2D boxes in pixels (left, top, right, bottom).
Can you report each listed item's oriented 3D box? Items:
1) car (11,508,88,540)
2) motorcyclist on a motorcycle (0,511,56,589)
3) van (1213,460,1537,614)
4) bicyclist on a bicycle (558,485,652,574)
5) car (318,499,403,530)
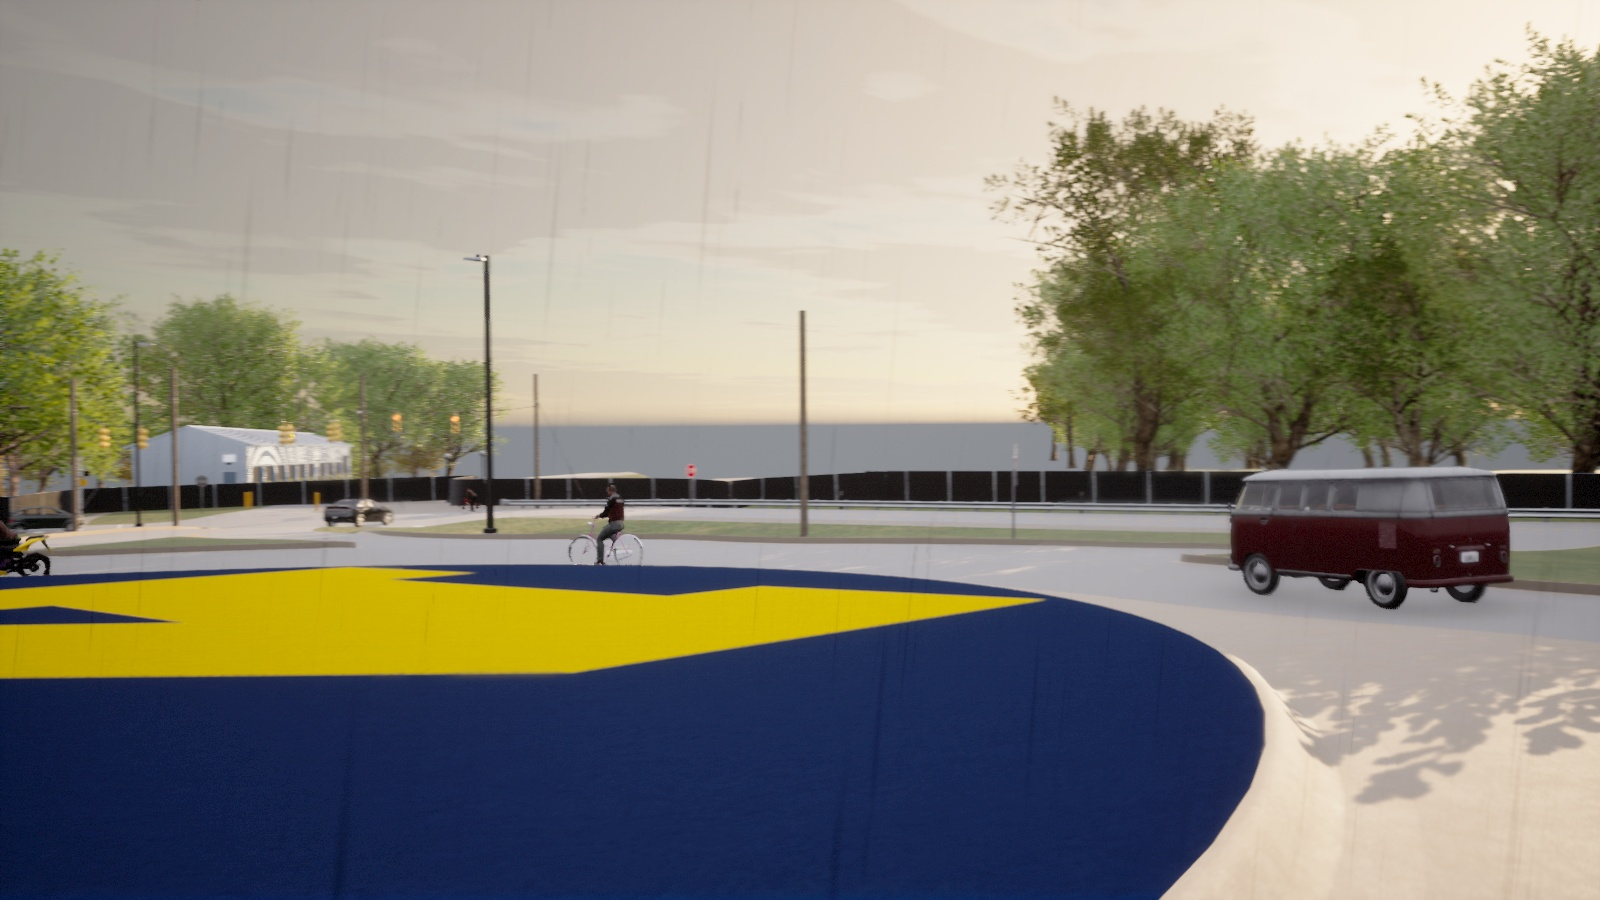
[{"bbox_3d":[-42.854,4.192,71.785,3.705,1.549,1.789,-1,1,-29],"label":"car"},{"bbox_3d":[-16.379,2.054,25.539,2.044,1.523,0.797,-1,-1,-23],"label":"motorcyclist on a motorcycle"},{"bbox_3d":[8.435,1.224,18.944,1.775,1.987,4.442,-1,-2,-20],"label":"van"},{"bbox_3d":[-4.005,1.625,25.782,1.843,1.776,0.659,-2,-2,27],"label":"bicyclist on a bicycle"},{"bbox_3d":[-23.335,3.418,66.954,2.128,1.511,4.902,-1,-2,10],"label":"car"}]
